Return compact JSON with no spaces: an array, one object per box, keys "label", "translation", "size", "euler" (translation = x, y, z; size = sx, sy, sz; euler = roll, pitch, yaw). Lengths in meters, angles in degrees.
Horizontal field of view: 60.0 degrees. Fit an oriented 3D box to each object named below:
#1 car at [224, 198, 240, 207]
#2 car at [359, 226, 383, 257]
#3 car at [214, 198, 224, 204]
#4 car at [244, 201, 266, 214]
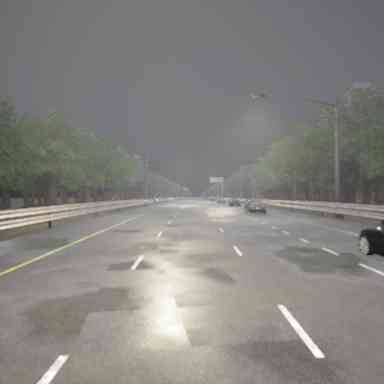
[{"label":"car","translation":[7.172,1.879,57.186],"size":[1.837,1.490,4.892],"euler":[0,-1,0]},{"label":"car","translation":[7.006,1.503,10.139],"size":[1.882,1.535,5.008],"euler":[0,0,0]},{"label":"car","translation":[7.386,2.302,85.038],"size":[1.994,1.385,4.181],"euler":[0,-1,1]},{"label":"car","translation":[7.074,1.718,37.652],"size":[1.994,1.385,4.181],"euler":[0,-1,0]}]
